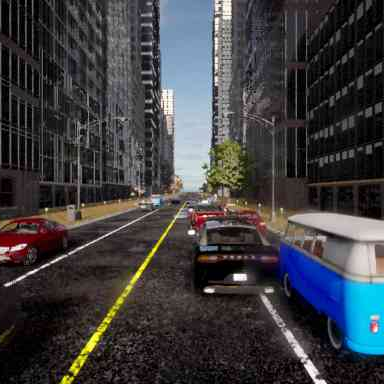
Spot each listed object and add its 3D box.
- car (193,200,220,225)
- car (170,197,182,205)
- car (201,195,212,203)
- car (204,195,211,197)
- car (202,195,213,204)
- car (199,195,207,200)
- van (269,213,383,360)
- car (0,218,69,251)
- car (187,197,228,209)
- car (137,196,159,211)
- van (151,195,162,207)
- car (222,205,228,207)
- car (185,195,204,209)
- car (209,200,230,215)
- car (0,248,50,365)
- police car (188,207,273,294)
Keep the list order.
[{"bbox_3d":[0.983,1.455,25.021,1.801,1.575,5.366,0,0,0],"label":"car"},{"bbox_3d":[-2.807,1.577,58.848,1.895,1.301,4.718,0,0,0],"label":"car"},{"bbox_3d":[2.918,1.401,68.422,1.967,1.590,4.097,0,0,0],"label":"car"},{"bbox_3d":[2.842,1.544,45.653,2.008,1.369,4.403,0,0,0],"label":"car"},{"bbox_3d":[2.899,1.410,62.730,1.967,1.590,4.097,0,0,0],"label":"car"},{"bbox_3d":[2.994,1.462,91.193,1.887,1.381,4.507,0,0,0],"label":"car"},{"bbox_3d":[2.709,1.341,5.807,1.690,1.788,3.998,0,0,0],"label":"van"},{"bbox_3d":[-5.653,1.582,11.529,1.802,1.307,4.206,0,0,0],"label":"car"},{"bbox_3d":[0.912,1.351,18.794,2.097,1.767,4.553,0,0,0],"label":"car"},{"bbox_3d":[-5.558,1.548,39.992,2.008,1.369,4.403,0,0,0],"label":"car"},{"bbox_3d":[-5.520,1.328,51.377,1.690,1.788,3.998,0,0,0],"label":"van"},{"bbox_3d":[2.747,1.581,17.190,1.802,1.307,4.206,0,0,0],"label":"car"},{"bbox_3d":[0.160,1.485,45.729,2.128,1.511,4.902,0,0,0],"label":"car"},{"bbox_3d":[2.804,1.581,34.268,1.802,1.307,4.206,0,0,0],"label":"car"},{"bbox_3d":[-3.093,1.547,2.074,2.033,1.411,5.357,0,0,0],"label":"car"},{"bbox_3d":[0.929,1.425,8.941,1.930,1.638,5.238,0,0,0],"label":"police car"}]
